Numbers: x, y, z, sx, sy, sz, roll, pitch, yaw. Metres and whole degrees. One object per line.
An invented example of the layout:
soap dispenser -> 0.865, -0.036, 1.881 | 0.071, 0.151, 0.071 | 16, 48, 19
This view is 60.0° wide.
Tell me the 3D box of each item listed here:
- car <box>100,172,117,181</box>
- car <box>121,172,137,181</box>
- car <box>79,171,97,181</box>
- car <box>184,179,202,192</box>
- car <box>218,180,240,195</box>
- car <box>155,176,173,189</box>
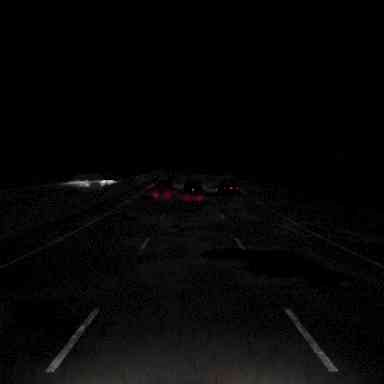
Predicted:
car -> -13.959, -2.653, 55.800 | 1.994, 1.385, 4.181 | 0, 5, 1
car -> -10.457, -2.590, 55.480 | 1.895, 1.301, 4.718 | 0, 5, 1
car -> -17.458, -2.715, 55.739 | 2.128, 1.511, 4.902 | 0, 5, 1
car -> 0.123, -0.725, 35.606 | 1.895, 1.301, 4.718 | 0, 5, 1
car -> 3.597, -0.524, 32.866 | 2.033, 1.411, 5.357 | 0, 5, 1
car -> -3.349, -1.214, 40.032 | 1.812, 1.442, 4.674 | 0, 5, 0
